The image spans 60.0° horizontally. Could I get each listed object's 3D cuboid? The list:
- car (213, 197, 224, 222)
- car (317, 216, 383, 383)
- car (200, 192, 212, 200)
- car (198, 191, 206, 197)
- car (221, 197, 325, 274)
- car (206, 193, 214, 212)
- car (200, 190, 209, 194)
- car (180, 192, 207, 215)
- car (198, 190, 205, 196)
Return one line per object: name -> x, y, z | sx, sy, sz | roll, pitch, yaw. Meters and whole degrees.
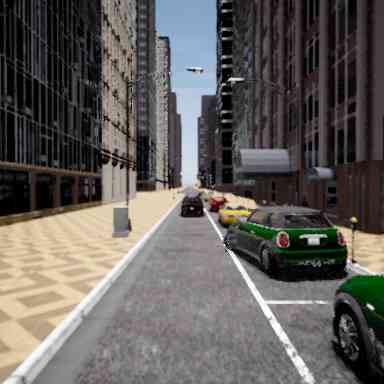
car -> 2.519, 1.239, 20.381 | 1.752, 1.417, 4.829 | 0, 1, 0
car -> 2.981, 1.312, 2.764 | 2.097, 1.767, 4.553 | 0, 1, 0
car -> 2.434, 0.716, 59.067 | 2.008, 1.369, 4.403 | 0, 1, 0
car -> 2.386, 0.389, 81.270 | 1.887, 1.381, 4.507 | 0, 1, 0
car -> 2.631, 1.206, 10.326 | 2.097, 1.767, 4.553 | 0, 1, -10
car -> 2.495, 1.104, 31.313 | 1.887, 1.381, 4.507 | 0, 1, 0
car -> 2.446, 0.768, 53.686 | 1.752, 1.417, 4.829 | 0, 1, 0
car -> 0.014, 1.082, 28.153 | 1.882, 1.535, 5.008 | 0, 1, 0
car -> 2.373, 0.286, 86.991 | 1.752, 1.417, 4.829 | 0, 1, 0
